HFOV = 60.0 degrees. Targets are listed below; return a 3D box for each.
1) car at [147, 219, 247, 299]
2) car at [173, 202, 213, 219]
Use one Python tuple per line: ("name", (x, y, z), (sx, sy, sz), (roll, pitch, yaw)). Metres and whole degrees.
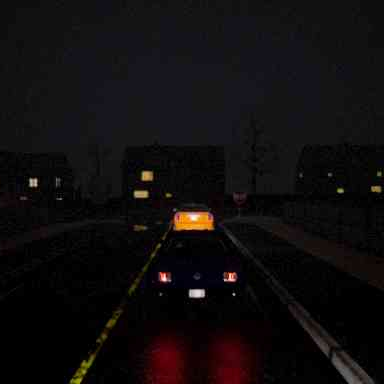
("car", (0.097, 1.590, 8.385), (1.895, 1.301, 4.718), (0, 0, 0))
("car", (0.022, 1.336, 18.642), (2.097, 1.767, 4.553), (0, 0, -2))
